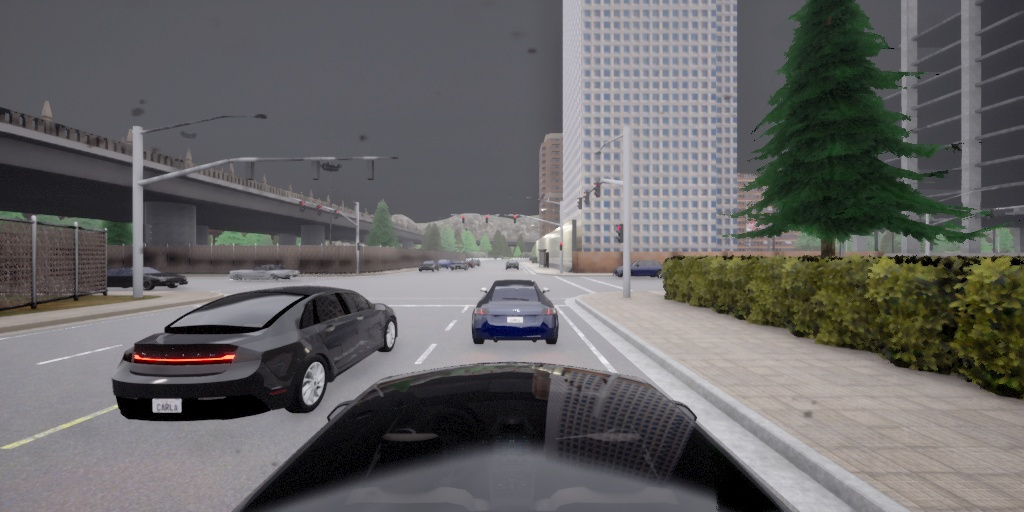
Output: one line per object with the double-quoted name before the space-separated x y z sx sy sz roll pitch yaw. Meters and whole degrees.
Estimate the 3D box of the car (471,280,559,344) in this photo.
"car" 0.077 1.314 9.564 1.994 1.385 4.181 0 0 0

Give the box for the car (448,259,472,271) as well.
"car" -7.095 1.313 49.184 1.994 1.385 4.181 0 0 0

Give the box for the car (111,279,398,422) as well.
"car" -3.441 1.255 6.020 1.837 1.490 4.892 0 0 0

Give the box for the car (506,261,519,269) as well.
"car" 0.074 1.350 54.862 1.895 1.301 4.718 0 0 0

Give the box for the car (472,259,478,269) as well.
"car" -7.094 1.350 57.938 1.895 1.301 4.718 0 0 0

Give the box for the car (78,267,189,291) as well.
"car" -23.286 1.352 22.075 5.357 1.411 2.033 0 0 0

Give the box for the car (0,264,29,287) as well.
"car" -33.549 1.027 22.051 5.566 2.045 2.150 0 0 0

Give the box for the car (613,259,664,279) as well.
"car" 11.637 1.157 32.856 4.553 1.767 2.097 0 0 0

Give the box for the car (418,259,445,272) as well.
"car" -10.602 1.297 46.431 2.033 1.411 5.357 0 0 0

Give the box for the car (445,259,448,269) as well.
"car" -10.599 1.227 55.881 1.882 1.535 5.008 0 0 0

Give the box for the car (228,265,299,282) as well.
"car" -20.215 1.407 29.283 4.718 1.301 1.895 0 0 0
